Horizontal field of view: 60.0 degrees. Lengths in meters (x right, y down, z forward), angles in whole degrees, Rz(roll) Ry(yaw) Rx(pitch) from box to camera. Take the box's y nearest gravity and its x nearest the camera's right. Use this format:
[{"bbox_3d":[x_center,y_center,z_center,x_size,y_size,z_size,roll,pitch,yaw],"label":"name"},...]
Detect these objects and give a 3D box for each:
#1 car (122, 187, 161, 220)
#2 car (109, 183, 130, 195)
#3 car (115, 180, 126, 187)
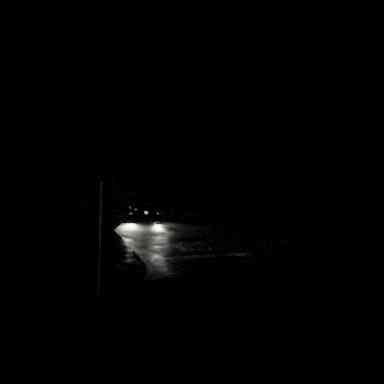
[{"bbox_3d":[-3.197,0.724,19.319,1.837,1.490,4.892,1,2,-21],"label":"car"},{"bbox_3d":[-10.369,-0.419,47.283,2.128,1.511,4.902,1,2,-21],"label":"car"},{"bbox_3d":[-7.505,-0.074,30.721,2.150,2.045,5.566,2,2,-22],"label":"car"}]
